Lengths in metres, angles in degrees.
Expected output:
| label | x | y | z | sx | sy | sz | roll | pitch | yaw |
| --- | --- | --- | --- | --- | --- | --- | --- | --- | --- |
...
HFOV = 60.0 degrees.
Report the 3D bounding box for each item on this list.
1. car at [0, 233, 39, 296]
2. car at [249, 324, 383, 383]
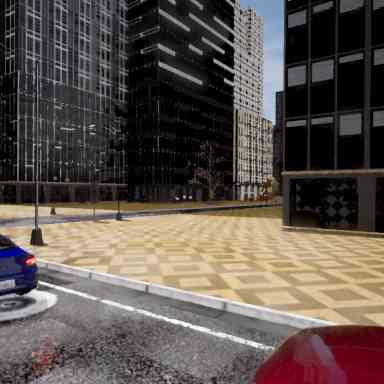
| label | x | y | z | sx | sy | sz | roll | pitch | yaw |
| --- | --- | --- | --- | --- | --- | --- | --- | --- | --- |
| car | -5.245 | 1.525 | 7.423 | 4.674 | 1.442 | 1.812 | 0 | 0 | 36 |
| car | 2.357 | 1.564 | 1.995 | 4.181 | 1.385 | 1.994 | 0 | 0 | 35 |
